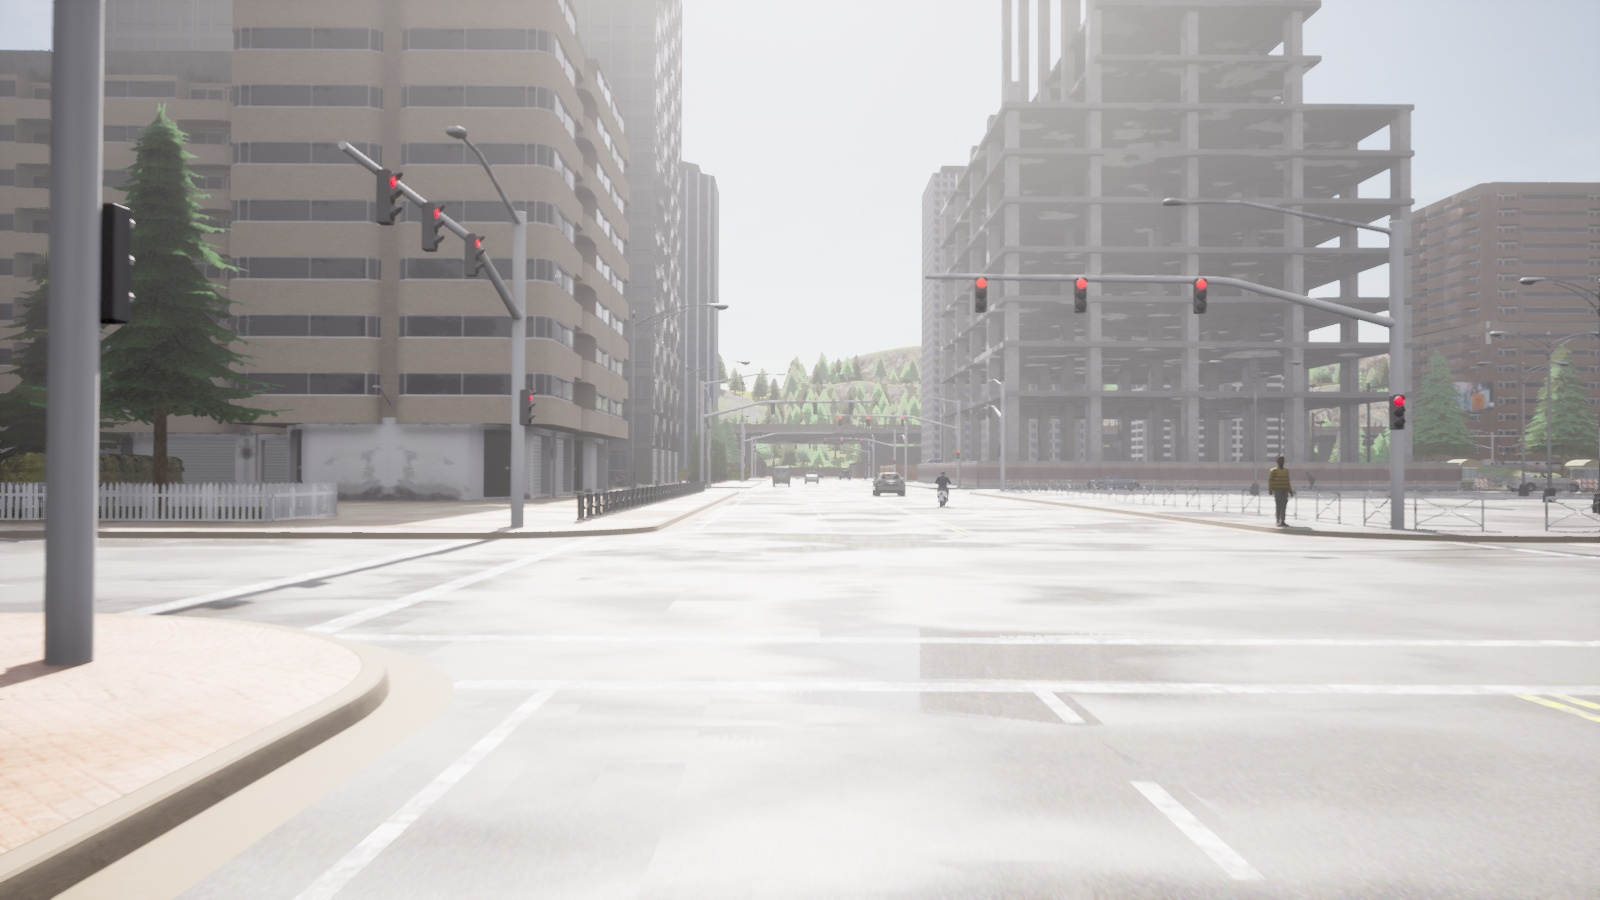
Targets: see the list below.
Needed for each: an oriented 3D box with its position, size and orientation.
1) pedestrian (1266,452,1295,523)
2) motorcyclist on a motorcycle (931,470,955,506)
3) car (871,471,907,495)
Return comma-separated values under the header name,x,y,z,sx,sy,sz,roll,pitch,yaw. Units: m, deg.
name,x,y,z,sx,sy,sz,roll,pitch,yaw
pedestrian,12.611,0.971,32.967,0.431,1.840,0.709,0,-1,-3
motorcyclist on a motorcycle,6.359,1.671,55.753,0.866,1.590,1.817,0,-1,12
car,5.621,2.080,79.418,1.970,1.475,3.806,0,-1,0
